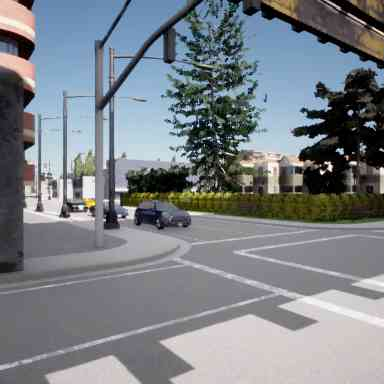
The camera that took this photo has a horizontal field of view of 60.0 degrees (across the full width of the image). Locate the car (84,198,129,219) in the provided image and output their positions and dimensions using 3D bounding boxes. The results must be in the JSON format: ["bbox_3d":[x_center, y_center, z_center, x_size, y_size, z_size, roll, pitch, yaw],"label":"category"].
[{"bbox_3d":[-7.462,1.547,29.435,2.033,1.411,5.357,0,0,-35],"label":"car"}]

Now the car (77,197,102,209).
[{"bbox_3d":[-14.086,1.478,45.302,1.882,1.535,5.008,0,0,-34],"label":"car"}]

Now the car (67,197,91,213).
[{"bbox_3d":[-13.318,1.492,37.788,2.128,1.511,4.902,0,0,-35],"label":"car"}]

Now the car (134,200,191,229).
[{"bbox_3d":[-1.988,1.352,21.656,2.097,1.767,4.553,0,0,-35],"label":"car"}]
